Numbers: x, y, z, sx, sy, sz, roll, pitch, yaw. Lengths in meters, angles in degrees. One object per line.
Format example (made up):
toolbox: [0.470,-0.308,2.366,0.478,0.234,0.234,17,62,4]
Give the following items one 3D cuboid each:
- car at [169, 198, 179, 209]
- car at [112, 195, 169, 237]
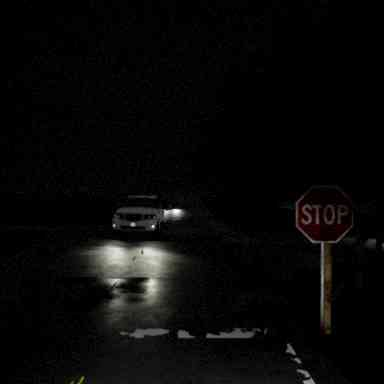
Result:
car: [-2.683,1.483,43.285,1.895,1.301,4.718,0,0,0]
car: [-2.703,1.183,18.008,2.150,2.045,5.566,2,-1,0]
